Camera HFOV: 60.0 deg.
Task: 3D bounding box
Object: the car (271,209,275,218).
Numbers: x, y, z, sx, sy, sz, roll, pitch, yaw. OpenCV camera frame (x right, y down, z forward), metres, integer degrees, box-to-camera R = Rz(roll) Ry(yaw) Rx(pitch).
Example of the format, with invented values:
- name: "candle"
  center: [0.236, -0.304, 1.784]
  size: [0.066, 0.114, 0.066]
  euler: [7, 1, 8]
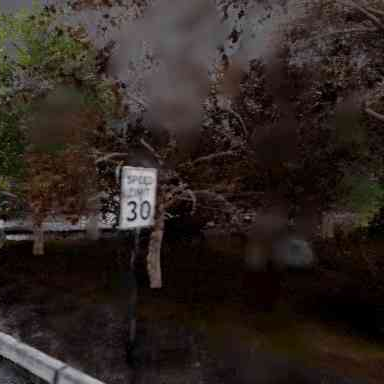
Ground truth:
- name: "car"
  center: [9.814, 2.012, 34.908]
  size: [4.902, 1.511, 2.128]
  euler: [1, 3, -40]
